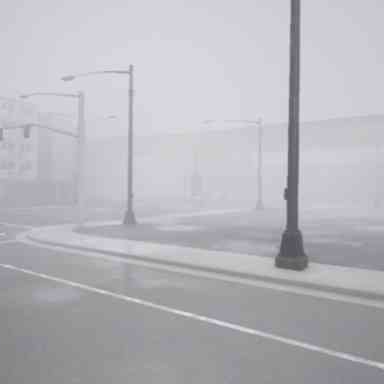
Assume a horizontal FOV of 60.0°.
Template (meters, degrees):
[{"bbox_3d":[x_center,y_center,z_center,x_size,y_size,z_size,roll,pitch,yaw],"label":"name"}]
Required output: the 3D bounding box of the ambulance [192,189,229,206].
[{"bbox_3d":[2.856,0.830,52.212,6.366,2.431,2.351,0,1,-40],"label":"ambulance"}]
